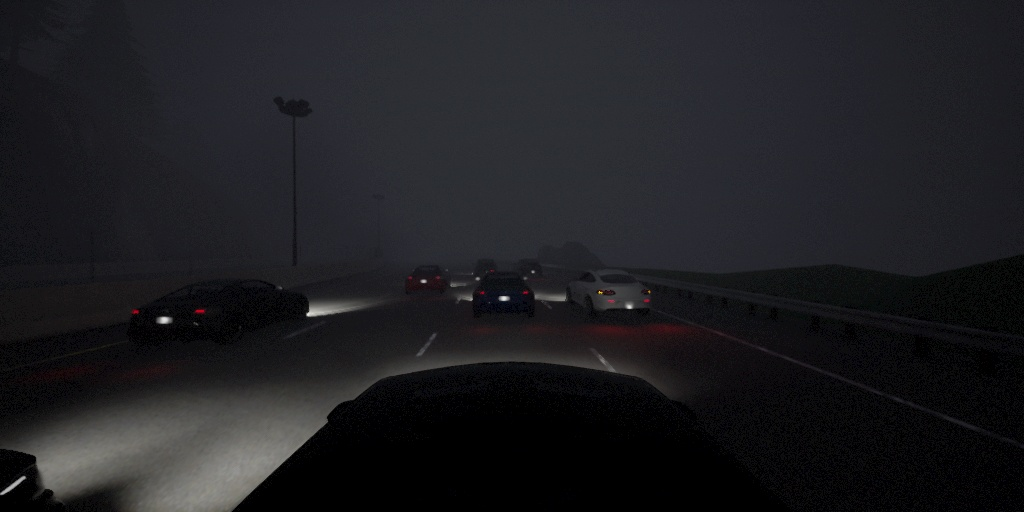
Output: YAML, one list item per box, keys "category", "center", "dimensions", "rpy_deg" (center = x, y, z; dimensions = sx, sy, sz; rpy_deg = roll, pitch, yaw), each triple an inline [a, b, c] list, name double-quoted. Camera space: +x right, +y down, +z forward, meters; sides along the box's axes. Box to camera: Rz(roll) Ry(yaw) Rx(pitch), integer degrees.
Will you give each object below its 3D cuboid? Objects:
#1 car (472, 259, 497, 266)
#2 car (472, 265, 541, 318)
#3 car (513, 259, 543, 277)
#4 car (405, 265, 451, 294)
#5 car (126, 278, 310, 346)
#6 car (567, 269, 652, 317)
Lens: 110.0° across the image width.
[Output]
- category: "car"
  center: [-2.277, 0.970, 30.500]
  dimensions: [1.837, 1.490, 4.892]
  rpy_deg: [0, 1, -9]
- category: "car"
  center: [-0.347, 1.205, 12.590]
  dimensions: [1.994, 1.385, 4.181]
  rpy_deg: [0, 1, -3]
- category: "car"
  center: [1.290, 0.960, 30.255]
  dimensions: [1.837, 1.490, 4.892]
  rpy_deg: [0, 1, -8]
- category: "car"
  center: [-4.363, 1.153, 19.015]
  dimensions: [1.994, 1.385, 4.181]
  rpy_deg: [0, 1, -5]
- category: "car"
  center: [-7.173, 1.261, 9.328]
  dimensions: [1.994, 1.385, 4.181]
  rpy_deg: [0, 1, -2]
- category: "car"
  center: [3.175, 1.156, 12.385]
  dimensions: [1.812, 1.442, 4.674]
  rpy_deg: [0, 1, -3]
